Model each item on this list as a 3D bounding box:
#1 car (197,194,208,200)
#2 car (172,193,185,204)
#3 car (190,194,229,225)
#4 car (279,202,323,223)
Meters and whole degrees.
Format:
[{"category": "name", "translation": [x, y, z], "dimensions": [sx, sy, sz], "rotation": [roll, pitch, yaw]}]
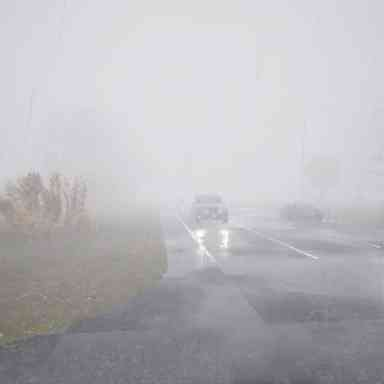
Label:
[{"category": "car", "translation": [2.496, 1.206, 77.696], "dimensions": [1.994, 1.385, 4.181], "rotation": [0, 0, -6]}, {"category": "car", "translation": [-2.358, 1.309, 56.114], "dimensions": [1.812, 1.442, 4.674], "rotation": [0, 0, -6]}, {"category": "car", "translation": [1.102, 1.153, 23.864], "dimensions": [2.150, 2.045, 5.566], "rotation": [0, 0, -6]}, {"category": "car", "translation": [8.033, 1.461, 24.913], "dimensions": [1.994, 1.385, 4.181], "rotation": [0, 0, -6]}]
